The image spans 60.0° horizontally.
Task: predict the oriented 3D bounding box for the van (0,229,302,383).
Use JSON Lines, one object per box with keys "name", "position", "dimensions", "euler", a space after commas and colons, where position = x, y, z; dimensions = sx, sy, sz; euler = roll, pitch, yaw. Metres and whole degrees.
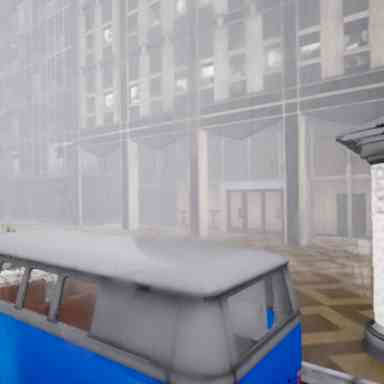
{"name": "van", "position": [-0.938, 1.356, 3.407], "dimensions": [3.998, 1.788, 1.690], "euler": [0, -1, 36]}
